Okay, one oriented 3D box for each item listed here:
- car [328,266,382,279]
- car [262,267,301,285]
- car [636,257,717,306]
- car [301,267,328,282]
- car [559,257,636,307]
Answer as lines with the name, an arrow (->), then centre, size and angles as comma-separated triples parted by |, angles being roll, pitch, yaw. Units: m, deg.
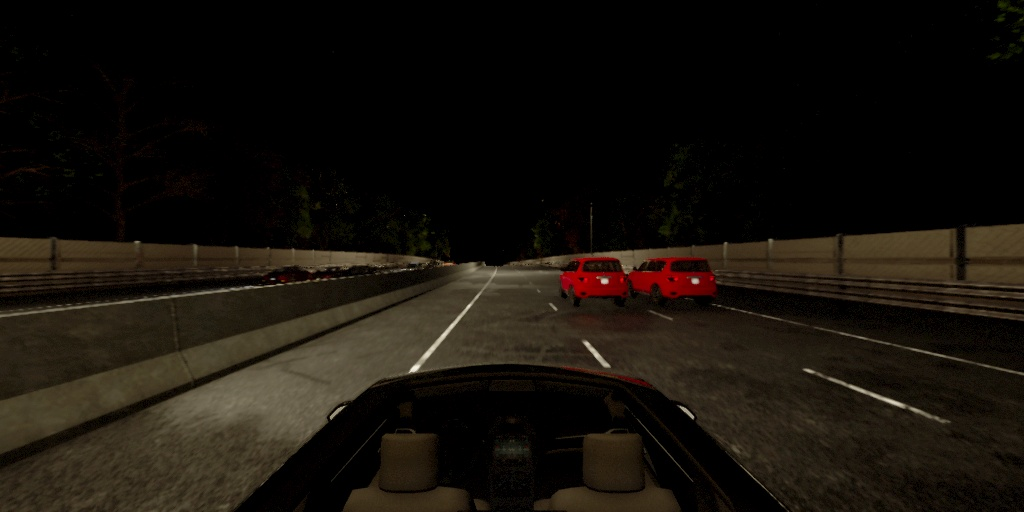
car -> -10.747, 1.454, 25.483 | 1.837, 1.490, 4.892 | 0, 0, -1
car -> -17.784, 1.543, 28.627 | 1.994, 1.385, 4.181 | 0, 0, -1
car -> 7.042, 1.084, 16.495 | 2.150, 2.045, 5.566 | 0, 0, 0
car -> -14.281, 1.538, 28.355 | 1.994, 1.385, 4.181 | 0, 0, -1
car -> 3.542, 1.087, 16.461 | 2.150, 2.045, 5.566 | 0, 0, 0
